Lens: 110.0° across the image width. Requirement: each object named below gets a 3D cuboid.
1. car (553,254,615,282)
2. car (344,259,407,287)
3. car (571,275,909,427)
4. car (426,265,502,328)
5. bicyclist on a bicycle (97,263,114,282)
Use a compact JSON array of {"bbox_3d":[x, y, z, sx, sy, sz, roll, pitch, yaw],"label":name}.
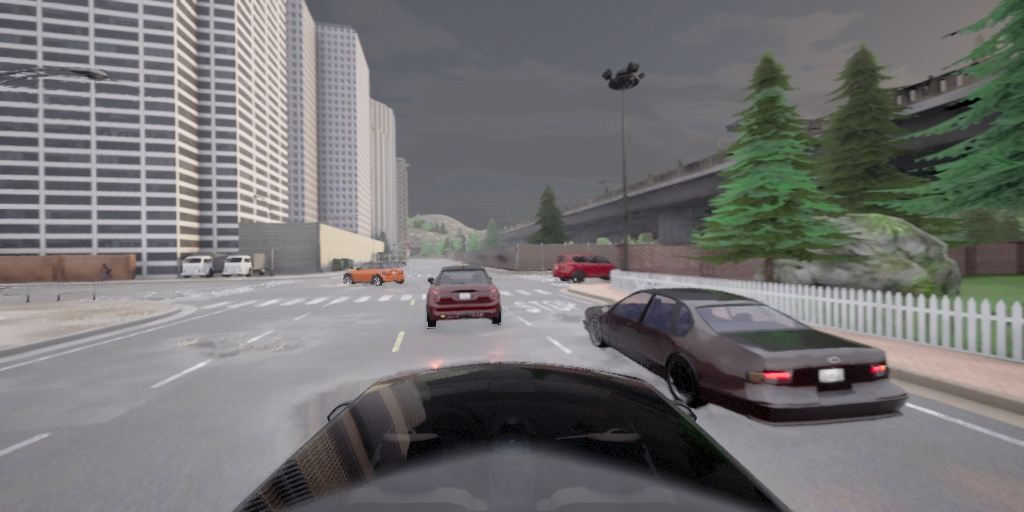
[{"bbox_3d":[5.725,0.891,25.935,5.566,2.045,2.150,-1,-1,-16],"label":"car"},{"bbox_3d":[-9.960,1.194,25.760,4.553,1.767,2.097,-1,1,31],"label":"car"},{"bbox_3d":[2.883,1.251,6.116,2.033,1.411,5.357,-1,0,-8],"label":"car"},{"bbox_3d":[-1.664,1.096,11.737,2.097,1.767,4.553,-1,0,-11],"label":"car"},{"bbox_3d":[-35.998,1.466,31.772,0.582,1.620,1.656,-1,0,-13],"label":"bicyclist on a bicycle"}]
